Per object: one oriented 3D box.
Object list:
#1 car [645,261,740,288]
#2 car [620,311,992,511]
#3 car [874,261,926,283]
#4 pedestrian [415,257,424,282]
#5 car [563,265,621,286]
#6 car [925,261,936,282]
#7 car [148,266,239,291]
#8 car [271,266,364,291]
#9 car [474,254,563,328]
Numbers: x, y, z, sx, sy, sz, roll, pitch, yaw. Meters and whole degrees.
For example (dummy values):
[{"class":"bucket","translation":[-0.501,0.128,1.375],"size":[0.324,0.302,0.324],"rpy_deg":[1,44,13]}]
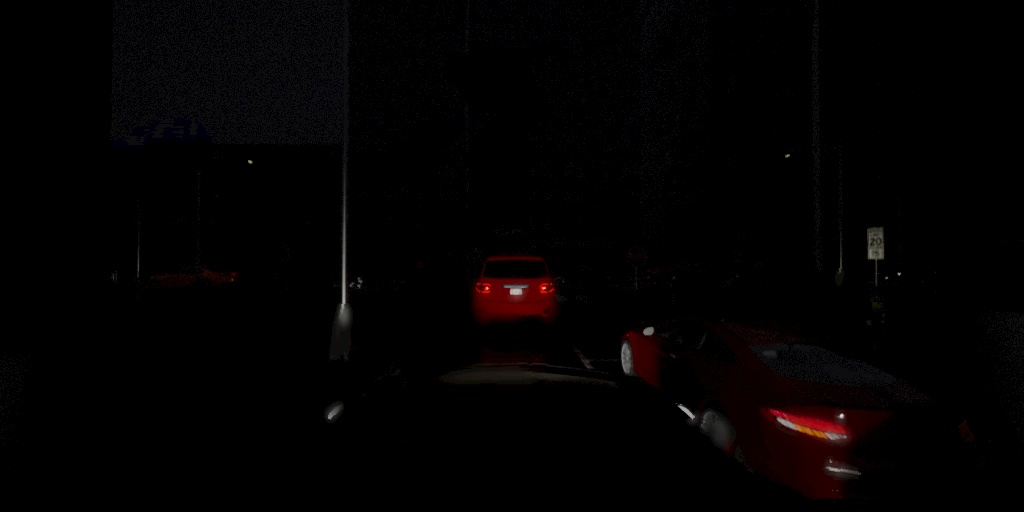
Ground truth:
[{"class":"car","translation":[10.277,1.048,20.531],"size":[5.008,1.535,1.882],"rpy_deg":[0,-1,0]},{"class":"car","translation":[2.638,1.325,4.382],"size":[1.802,1.307,4.207],"rpy_deg":[0,0,0]},{"class":"car","translation":[27.129,1.029,23.416],"size":[5.357,1.411,2.033],"rpy_deg":[0,-1,0]},{"class":"pedestrian","translation":[-6.834,0.972,26.458],"size":[0.375,1.860,0.375],"rpy_deg":[0,0,0]},{"class":"car","translation":[4.553,1.274,23.501],"size":[4.718,1.301,1.895],"rpy_deg":[-1,-1,0]},{"class":"car","translation":[27.226,1.033,20.472],"size":[4.718,1.301,1.895],"rpy_deg":[0,-1,0]},{"class":"car","translation":[-20.873,1.433,23.592],"size":[5.008,1.535,1.882],"rpy_deg":[-1,-1,0]},{"class":"car","translation":[-11.097,1.287,20.608],"size":[4.892,1.490,1.837],"rpy_deg":[-1,-1,0]},{"class":"car","translation":[0.043,0.948,11.377],"size":[2.150,2.045,5.566],"rpy_deg":[0,0,-1]}]
